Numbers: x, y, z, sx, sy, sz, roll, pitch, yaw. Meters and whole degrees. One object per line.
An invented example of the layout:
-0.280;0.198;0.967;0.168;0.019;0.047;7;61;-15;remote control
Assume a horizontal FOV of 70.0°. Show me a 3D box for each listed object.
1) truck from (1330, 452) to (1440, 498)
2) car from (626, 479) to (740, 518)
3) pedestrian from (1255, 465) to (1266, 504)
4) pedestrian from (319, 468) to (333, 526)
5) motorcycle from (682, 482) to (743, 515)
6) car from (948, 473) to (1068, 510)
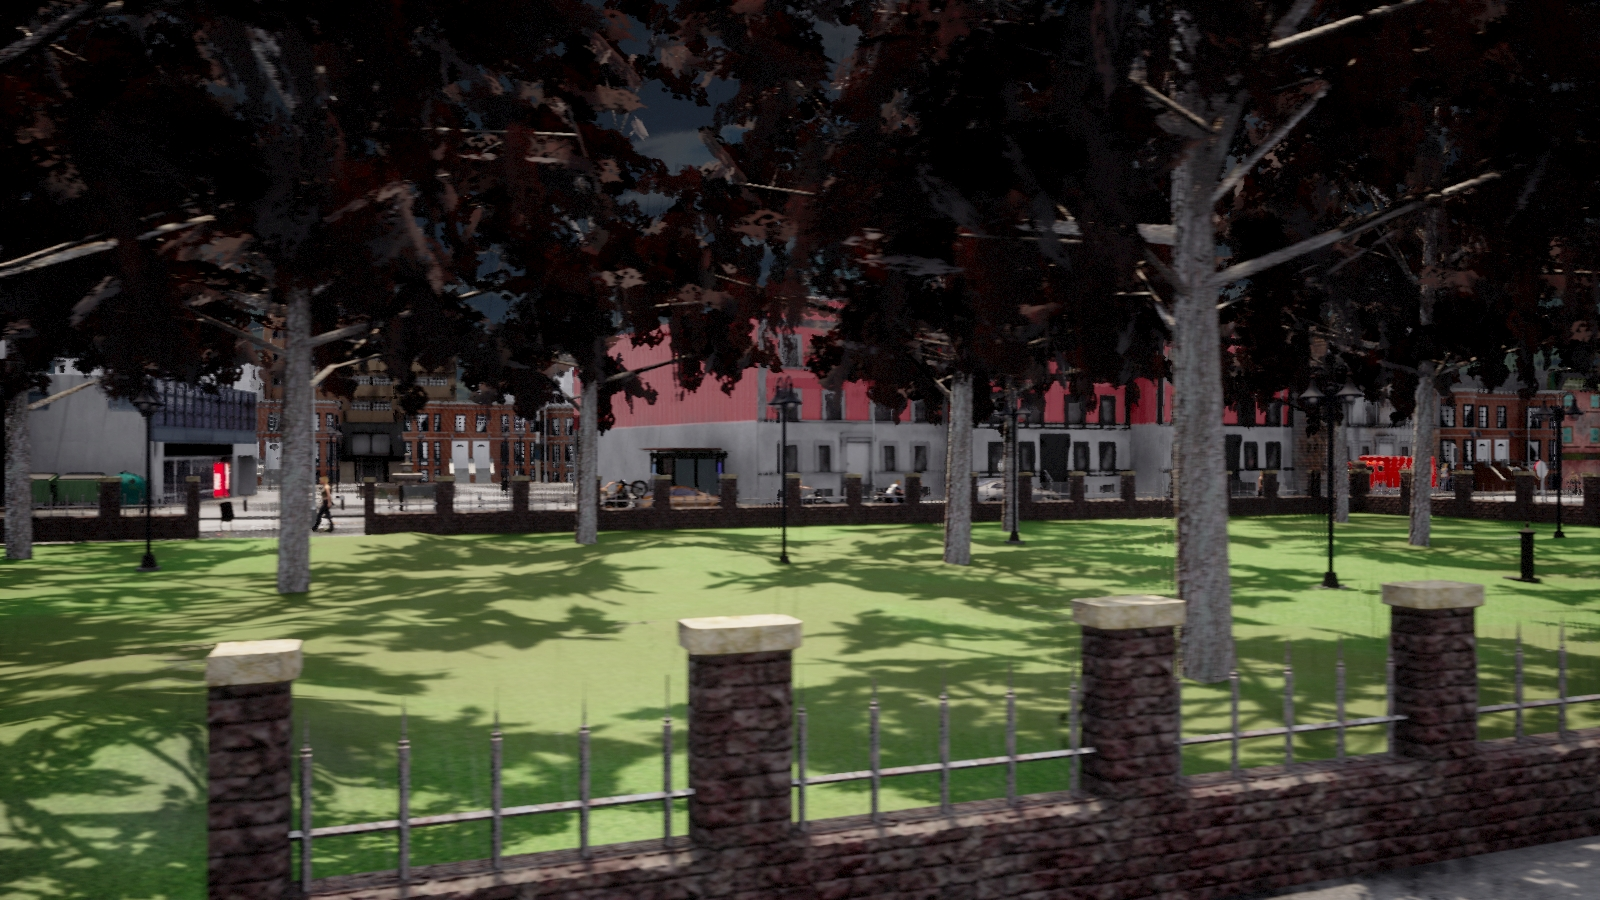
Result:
32.636;1.355;63.804;5.204;2.467;2.627;0;0;-20;truck
-4.722;1.912;46.036;4.181;1.385;1.994;-1;0;-19;car
21.911;1.631;54.353;0.375;1.860;0.375;0;0;44;pedestrian
-15.414;1.523;37.170;0.375;1.860;0.375;0;0;-17;pedestrian
-3.567;1.951;46.456;2.356;1.277;0.764;0;0;-20;motorcycle
9.289;1.829;51.086;4.902;1.511;2.128;0;0;-20;car
